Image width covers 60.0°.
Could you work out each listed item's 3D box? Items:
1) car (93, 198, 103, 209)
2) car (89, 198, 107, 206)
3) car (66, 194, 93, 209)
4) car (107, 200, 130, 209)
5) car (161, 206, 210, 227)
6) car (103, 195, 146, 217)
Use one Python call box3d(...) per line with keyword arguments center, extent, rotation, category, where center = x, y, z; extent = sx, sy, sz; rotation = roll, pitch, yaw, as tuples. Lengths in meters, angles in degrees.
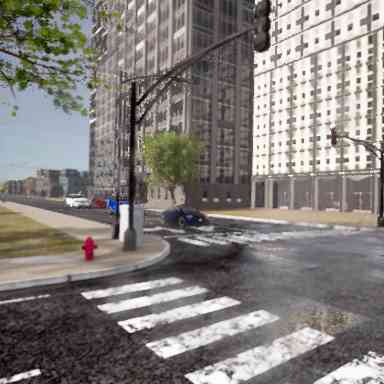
box3d(center=(-14.018, 1.724, 50.079), extent=(1.812, 1.442, 4.674), rotation=(2, -1, -33), category="car")
box3d(center=(-17.061, 1.803, 60.437), extent=(1.812, 1.442, 4.674), rotation=(2, -1, -34), category="car")
box3d(center=(-16.451, 1.331, 47.742), extent=(2.150, 2.045, 5.566), rotation=(2, -1, -33), category="car")
box3d(center=(-11.523, 1.887, 52.144), extent=(1.895, 1.301, 4.718), rotation=(2, -1, -34), category="car")
box3d(center=(-0.547, 1.691, 23.838), extent=(1.994, 1.385, 4.181), rotation=(2, -1, -34), category="car")
box3d(center=(-6.501, 1.341, 32.769), extent=(2.150, 2.045, 5.566), rotation=(2, -1, -34), category="car")
